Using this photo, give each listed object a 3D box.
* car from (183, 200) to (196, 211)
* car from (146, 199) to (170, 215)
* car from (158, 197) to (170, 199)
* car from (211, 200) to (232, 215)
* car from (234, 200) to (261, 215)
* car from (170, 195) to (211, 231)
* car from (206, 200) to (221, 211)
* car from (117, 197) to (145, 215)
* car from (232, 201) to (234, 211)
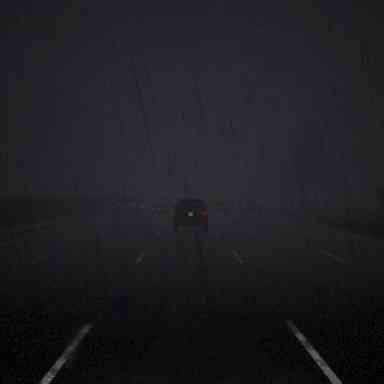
[{"bbox_3d":[-0.389,1.954,49.750,1.882,1.535,5.008,0,0,-1],"label":"car"},{"bbox_3d":[-3.777,1.932,38.880,2.033,1.411,5.357,0,-1,-1],"label":"car"},{"bbox_3d":[-3.983,1.704,49.067,2.150,2.045,5.566,0,-1,-1],"label":"car"},{"bbox_3d":[3.176,1.867,39.033,1.837,1.490,4.892,0,-1,-1],"label":"car"},{"bbox_3d":[6.629,1.702,38.914,2.097,1.767,4.553,0,-1,-1],"label":"car"},{"bbox_3d":[-0.111,1.439,22.486,2.150,2.045,5.566,0,0,-1],"label":"car"},{"bbox_3d":[3.027,1.961,48.644,1.837,1.490,4.892,0,0,0],"label":"car"},{"bbox_3d":[-7.281,1.619,38.911,2.150,2.045,5.566,0,-1,-1],"label":"car"},{"bbox_3d":[6.527,1.986,48.208,2.033,1.411,5.357,0,-1,-1],"label":"car"}]
